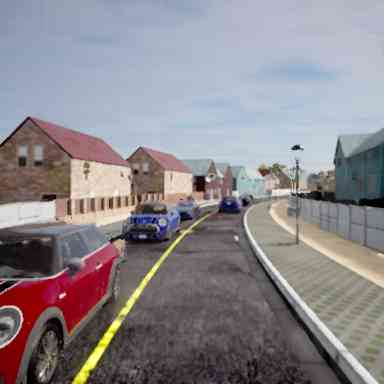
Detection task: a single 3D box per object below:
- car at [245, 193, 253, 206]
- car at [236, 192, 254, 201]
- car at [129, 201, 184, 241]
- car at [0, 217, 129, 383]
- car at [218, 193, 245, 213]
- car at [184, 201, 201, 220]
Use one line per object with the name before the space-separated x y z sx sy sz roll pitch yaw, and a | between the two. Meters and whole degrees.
car | 7.030 1.179 45.357 1.994 1.385 4.181 0 1 17
car | 10.003 0.886 62.045 2.128 1.511 4.902 0 1 24
car | -1.853 1.295 16.404 2.097 1.767 4.553 0 0 6
car | -2.613 1.341 5.225 2.097 1.767 4.553 0 0 2
car | 3.952 1.117 33.752 2.097 1.767 4.553 0 1 12
car | -0.464 1.399 26.712 2.033 1.411 5.357 0 1 11
